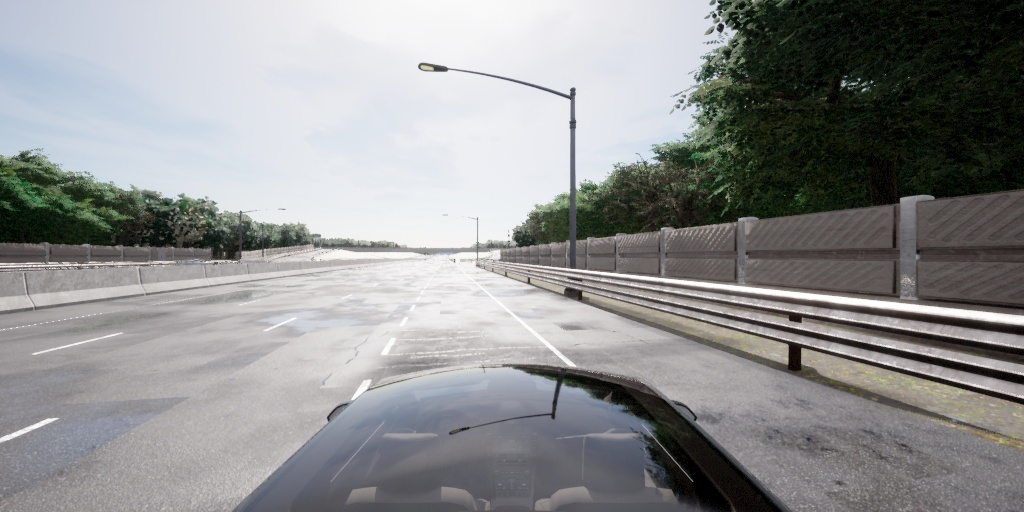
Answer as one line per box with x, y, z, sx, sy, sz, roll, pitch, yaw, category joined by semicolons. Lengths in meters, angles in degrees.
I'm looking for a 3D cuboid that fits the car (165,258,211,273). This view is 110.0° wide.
-39.816;1.137;44.244;2.097;1.767;4.553;0;0;-10;car

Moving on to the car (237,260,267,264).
-33.124;1.314;46.564;1.812;1.442;4.674;0;0;-10;car

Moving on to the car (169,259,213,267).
-26.491;1.256;29.792;2.128;1.511;4.902;0;0;-10;car
